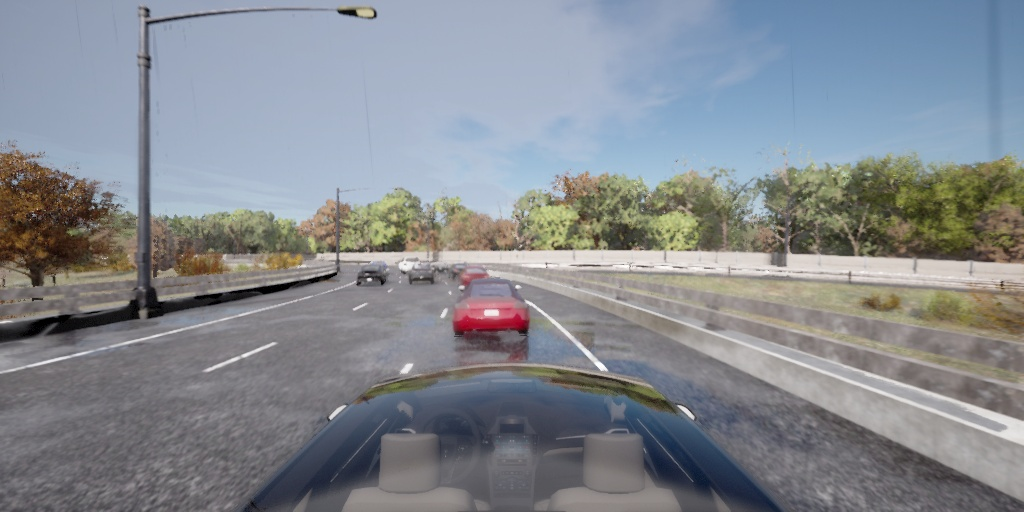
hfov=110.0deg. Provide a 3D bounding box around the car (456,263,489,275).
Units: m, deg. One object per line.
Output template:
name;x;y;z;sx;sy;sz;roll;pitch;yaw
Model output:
car;-2.406;1.347;22.764;1.812;1.442;4.674;0;0;-11

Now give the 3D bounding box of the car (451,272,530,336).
car;-0.635;1.342;10.561;1.994;1.385;4.181;0;0;-4

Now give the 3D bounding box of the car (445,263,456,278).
car;-4.739;1.383;32.651;1.812;1.442;4.674;0;0;-16

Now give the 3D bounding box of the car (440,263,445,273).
car;-8.505;1.500;43.463;1.895;1.301;4.718;0;0;-22

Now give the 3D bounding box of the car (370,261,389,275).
car;-16.151;1.394;43.529;1.882;1.535;5.008;0;0;-23

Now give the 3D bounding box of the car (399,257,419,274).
car;-12.645;1.134;44.319;2.150;2.045;5.566;0;0;-23

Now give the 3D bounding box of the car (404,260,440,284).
car;-7.057;1.338;28.006;2.128;1.511;4.902;0;0;-14

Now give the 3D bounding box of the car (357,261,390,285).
car;-10.470;1.360;27.165;1.837;1.490;4.892;0;0;-14
